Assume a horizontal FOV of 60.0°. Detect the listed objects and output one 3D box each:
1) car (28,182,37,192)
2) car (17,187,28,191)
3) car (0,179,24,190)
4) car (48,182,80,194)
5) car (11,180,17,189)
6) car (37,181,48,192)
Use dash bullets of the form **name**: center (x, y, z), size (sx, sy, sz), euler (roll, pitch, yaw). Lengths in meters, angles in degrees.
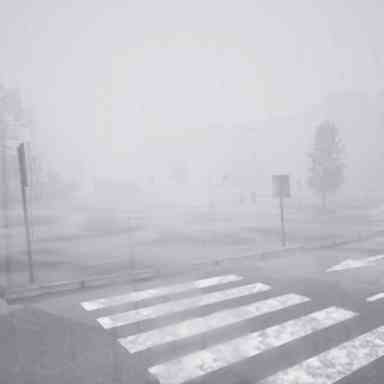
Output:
- **car**: center (-23.995, -0.902, 54.661), size (2.002, 1.452, 4.674), euler (0, 6, 16)
- **car**: center (-26.399, -1.064, 56.364), size (2.097, 1.535, 5.008), euler (1, 6, 16)
- **car**: center (-33.721, -1.403, 61.335), size (2.231, 1.521, 4.892), euler (0, 6, 14)
- **car**: center (-19.223, -0.658, 51.158), size (2.163, 1.488, 4.792), euler (1, 6, 17)
- **car**: center (-28.841, -1.302, 57.996), size (2.185, 1.767, 4.553), euler (0, 6, 15)
- **car**: center (-21.591, -0.818, 52.938), size (2.231, 1.521, 4.892), euler (1, 6, 17)
